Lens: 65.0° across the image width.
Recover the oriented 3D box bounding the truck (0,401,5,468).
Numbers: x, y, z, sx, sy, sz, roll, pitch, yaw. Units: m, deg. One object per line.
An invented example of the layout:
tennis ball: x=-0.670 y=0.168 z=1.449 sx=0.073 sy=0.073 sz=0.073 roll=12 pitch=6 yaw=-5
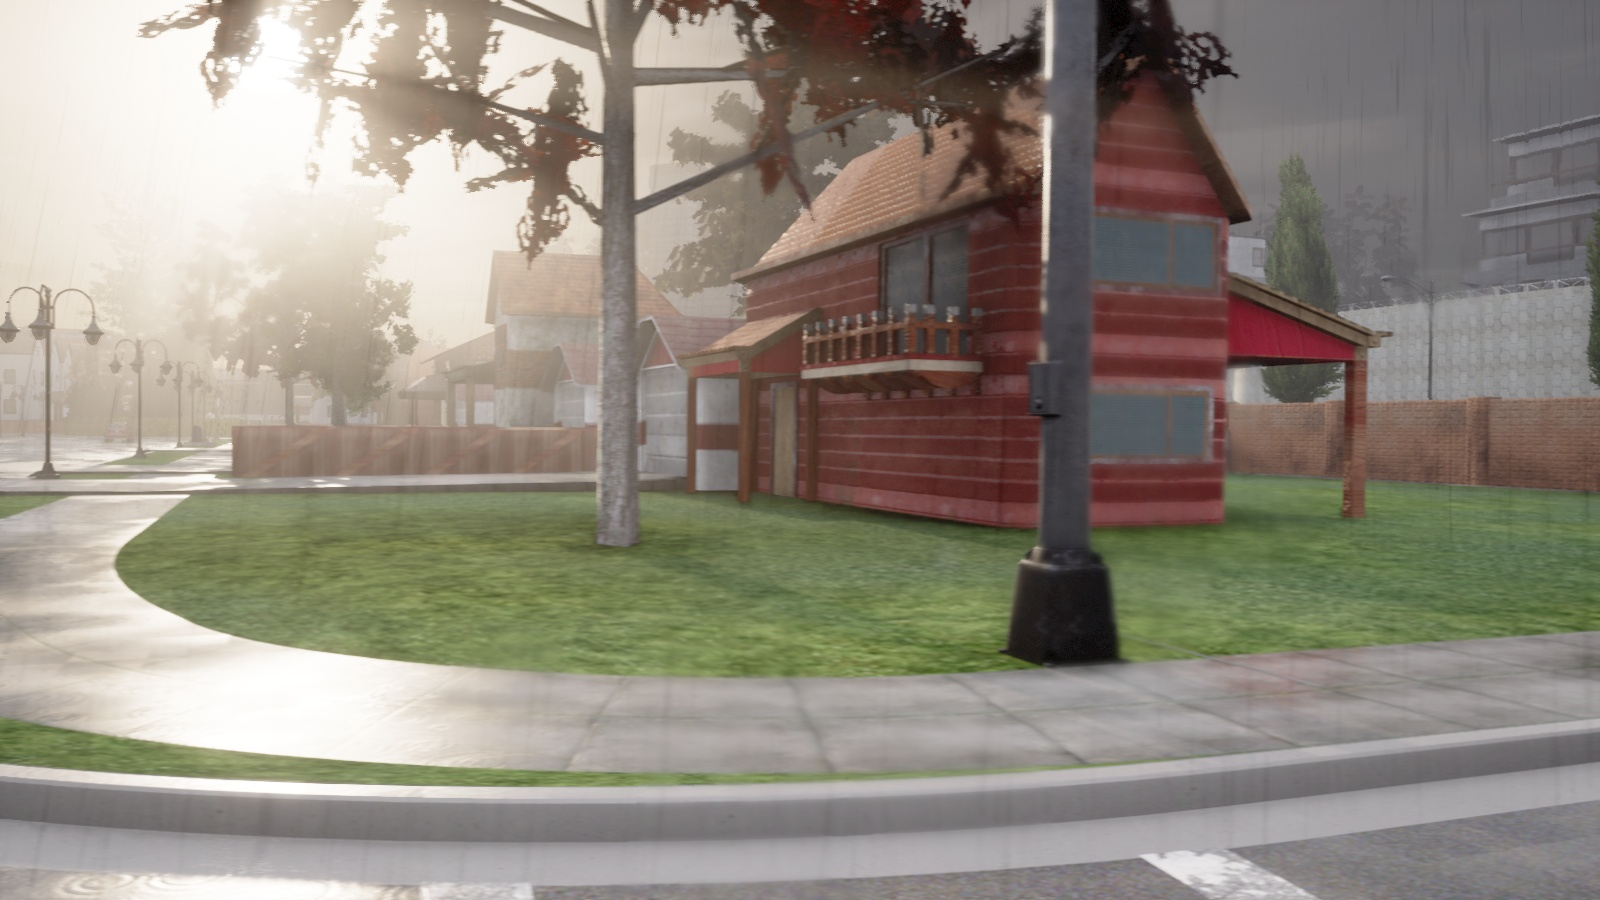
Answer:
truck: x=-41.710 y=-0.744 z=61.873 sx=2.891 sy=3.462 sz=7.936 roll=-1 pitch=1 yaw=-22
